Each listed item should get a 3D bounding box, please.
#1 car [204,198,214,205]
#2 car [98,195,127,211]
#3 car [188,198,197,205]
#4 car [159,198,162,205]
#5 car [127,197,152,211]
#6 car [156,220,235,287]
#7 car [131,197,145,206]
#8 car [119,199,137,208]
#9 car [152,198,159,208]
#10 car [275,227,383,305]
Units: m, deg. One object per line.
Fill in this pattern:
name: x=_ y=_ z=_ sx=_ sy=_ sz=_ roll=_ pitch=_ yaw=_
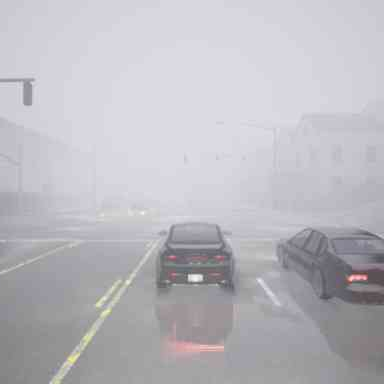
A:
car: x=3.544 y=1.893 z=68.939 sx=2.033 sy=1.411 sz=5.357 roll=0 pitch=0 yaw=0
car: x=-10.570 y=1.447 z=44.748 sx=2.150 sy=2.045 sz=5.566 roll=0 pitch=0 yaw=0
car: x=0.046 y=1.895 z=68.941 sx=2.033 sy=1.411 sz=5.357 roll=0 pitch=0 yaw=0
car: x=-6.996 y=1.874 z=64.825 sx=2.033 sy=1.411 sz=5.357 roll=0 pitch=0 yaw=1
car: x=-7.069 y=1.704 z=44.959 sx=1.882 sy=1.535 sz=5.008 roll=0 pitch=0 yaw=0
car: x=0.085 y=1.555 z=9.421 sx=1.837 sy=1.490 sz=4.892 roll=0 pitch=0 yaw=0
car: x=-10.490 y=1.833 z=65.185 sx=1.837 sy=1.490 sz=4.892 roll=0 pitch=0 yaw=0
car: x=-10.551 y=1.824 z=54.993 sx=2.033 sy=1.411 sz=5.357 roll=0 pitch=0 yaw=0
car: x=-7.054 y=1.779 z=54.414 sx=1.837 sy=1.490 sz=4.892 roll=0 pitch=0 yaw=0
car: x=3.585 y=1.591 z=8.401 sx=2.033 sy=1.411 sz=5.357 roll=0 pitch=0 yaw=0
